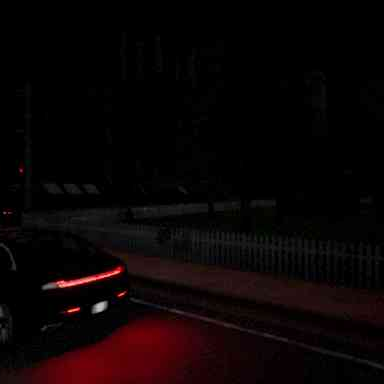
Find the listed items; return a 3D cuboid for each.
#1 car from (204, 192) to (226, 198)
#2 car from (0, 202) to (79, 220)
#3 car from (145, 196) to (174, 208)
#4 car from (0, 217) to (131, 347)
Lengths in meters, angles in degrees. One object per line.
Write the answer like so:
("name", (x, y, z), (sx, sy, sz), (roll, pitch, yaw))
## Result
("car", (4.512, 1.101, 59.255), (1.994, 1.385, 4.181), (0, 0, 34))
("car", (-11.003, 1.467, 24.407), (2.033, 1.411, 5.357), (0, 0, 39))
("car", (-4.480, 1.400, 46.121), (1.837, 1.490, 4.892), (0, 0, 34))
("car", (-3.311, 1.470, 6.308), (4.902, 1.511, 2.128), (0, 0, 36))
